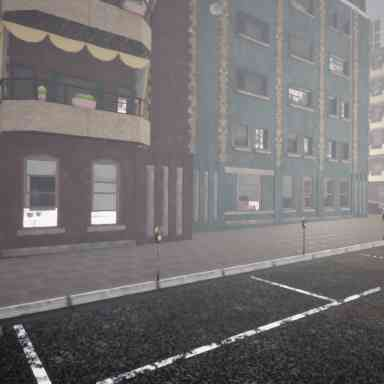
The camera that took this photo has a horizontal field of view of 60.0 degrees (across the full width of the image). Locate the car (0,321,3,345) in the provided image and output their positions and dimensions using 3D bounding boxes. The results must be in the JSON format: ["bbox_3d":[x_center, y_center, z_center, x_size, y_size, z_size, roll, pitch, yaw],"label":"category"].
[{"bbox_3d":[-4.210,1.566,3.086,4.313,1.339,1.947,0,1,-35],"label":"car"}]

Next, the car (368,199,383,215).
[{"bbox_3d":[16.127,1.240,32.629,2.192,1.841,5.009,1,0,-36],"label":"car"}]
